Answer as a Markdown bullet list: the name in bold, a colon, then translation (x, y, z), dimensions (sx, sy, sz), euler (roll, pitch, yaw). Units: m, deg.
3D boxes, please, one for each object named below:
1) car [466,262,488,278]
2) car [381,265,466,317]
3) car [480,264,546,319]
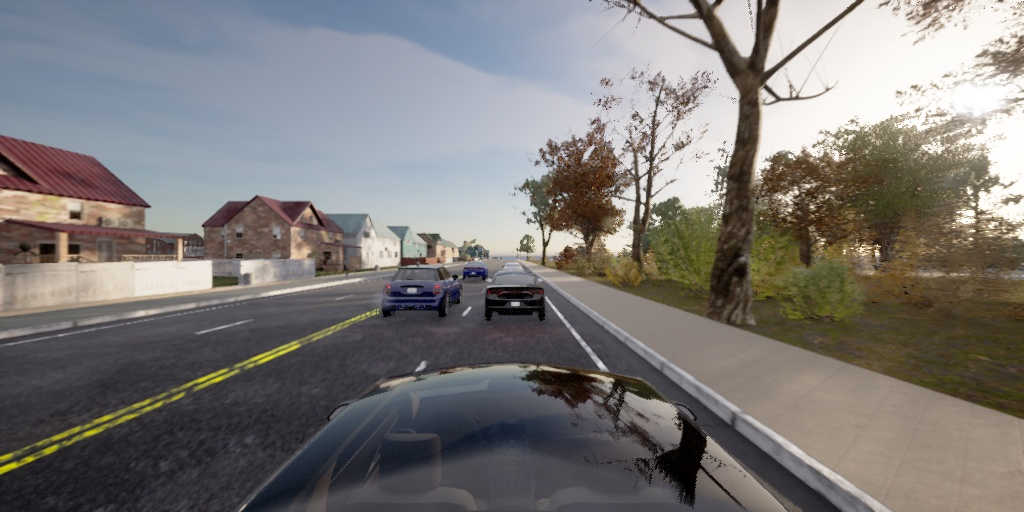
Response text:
- **car**: translation (-3.157, 1.242, 31.647), dimensions (1.882, 1.535, 5.008), euler (0, 0, 0)
- **car**: translation (-3.153, 1.105, 13.414), dimensions (2.097, 1.767, 4.553), euler (0, 0, 0)
- **car**: translation (0.099, 1.230, 12.804), dimensions (1.882, 1.535, 5.008), euler (0, 0, 0)
